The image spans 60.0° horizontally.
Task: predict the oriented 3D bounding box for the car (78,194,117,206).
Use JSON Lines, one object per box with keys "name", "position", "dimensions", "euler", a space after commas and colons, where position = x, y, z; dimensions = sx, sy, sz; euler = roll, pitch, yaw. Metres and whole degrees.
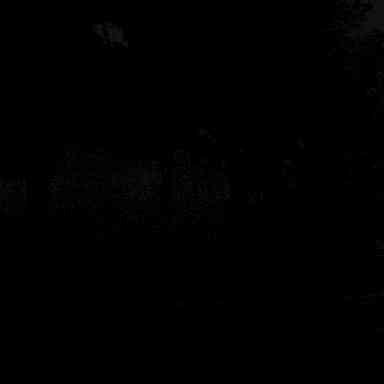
{"name": "car", "position": [-12.122, 1.039, 42.982], "dimensions": [4.892, 1.490, 1.837], "euler": [-1, 1, -31]}
